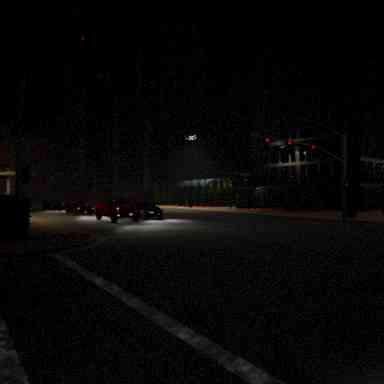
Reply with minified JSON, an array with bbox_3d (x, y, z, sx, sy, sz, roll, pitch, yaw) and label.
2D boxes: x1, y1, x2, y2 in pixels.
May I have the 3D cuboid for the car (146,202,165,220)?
[{"bbox_3d":[-4.335,1.691,30.924,1.837,1.490,4.892,1,0,-36],"label":"car"}]

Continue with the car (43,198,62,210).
[{"bbox_3d":[-18.535,1.614,44.499,1.882,1.535,5.008,1,-1,-36],"label":"car"}]

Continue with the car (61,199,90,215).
[{"bbox_3d":[-12.086,1.739,35.617,1.895,1.301,4.718,1,-1,-36],"label":"car"}]

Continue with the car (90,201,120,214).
[{"bbox_3d":[-10.257,1.748,39.055,1.994,1.385,4.181,1,-1,-36],"label":"car"}]

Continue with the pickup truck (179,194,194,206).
[{"bbox_3d":[-1.098,1.507,60.824,2.390,2.098,6.274,1,0,-6],"label":"pickup truck"}]

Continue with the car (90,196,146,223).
[{"bbox_3d":[-6.280,1.362,27.656,2.150,2.045,5.566,1,-1,-36],"label":"car"}]
